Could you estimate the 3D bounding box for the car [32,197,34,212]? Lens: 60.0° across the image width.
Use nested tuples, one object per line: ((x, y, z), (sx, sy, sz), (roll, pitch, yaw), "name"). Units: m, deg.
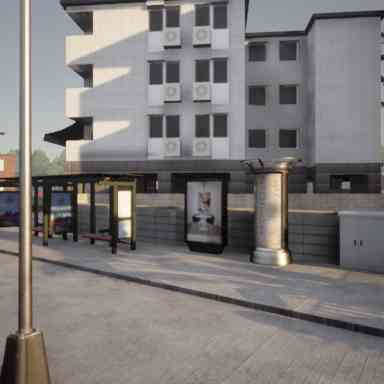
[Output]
((-16.839, 1.345, 34.225), (2.097, 1.767, 4.553), (0, 0, 36), "car")
